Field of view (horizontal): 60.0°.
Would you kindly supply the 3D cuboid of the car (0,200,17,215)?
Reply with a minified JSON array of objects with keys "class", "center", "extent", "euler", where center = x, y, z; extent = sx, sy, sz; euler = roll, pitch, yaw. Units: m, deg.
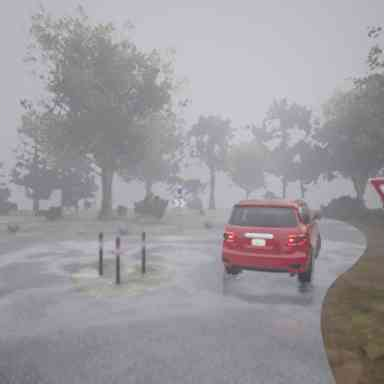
[{"class":"car","center":[-19.285,1.457,31.804],"extent":[1.882,1.535,5.008],"euler":[-1,0,24]}]

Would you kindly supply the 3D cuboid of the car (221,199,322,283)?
[{"class":"car","center":[2.585,1.222,10.048],"extent":[2.150,2.045,5.566],"euler":[0,0,23]}]
